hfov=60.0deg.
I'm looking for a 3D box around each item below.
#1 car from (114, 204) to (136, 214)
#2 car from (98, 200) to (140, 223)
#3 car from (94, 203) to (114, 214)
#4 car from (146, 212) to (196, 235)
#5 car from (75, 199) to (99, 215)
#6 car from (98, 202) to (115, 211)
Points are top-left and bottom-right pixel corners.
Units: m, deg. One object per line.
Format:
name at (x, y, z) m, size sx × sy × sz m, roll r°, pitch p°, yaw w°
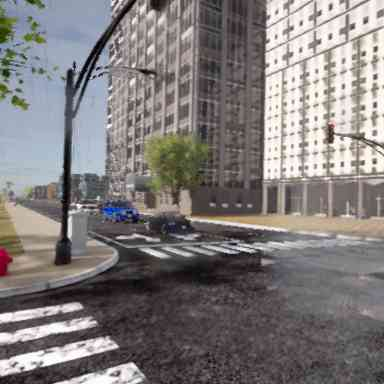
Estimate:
car at (-10.411, 2.616, 51.061) m, size 1.895 × 1.301 × 4.718 m, roll 2°, pitch -2°, yaw -30°
car at (-6.771, 1.781, 31.391) m, size 2.150 × 2.045 × 5.566 m, roll 2°, pitch -2°, yaw -30°
car at (-13.045, 2.419, 49.181) m, size 1.812 × 1.442 × 4.674 m, roll 2°, pitch -2°, yaw -29°
car at (-1.464, 2.000, 22.057) m, size 1.994 × 1.385 × 4.181 m, roll 2°, pitch -2°, yaw -30°
car at (-13.863, 1.939, 43.870) m, size 2.150 × 2.045 × 5.566 m, roll 2°, pitch -1°, yaw -29°
car at (-15.348, 2.653, 59.726) m, size 1.812 × 1.442 × 4.674 m, roll 2°, pitch -2°, yaw -30°
